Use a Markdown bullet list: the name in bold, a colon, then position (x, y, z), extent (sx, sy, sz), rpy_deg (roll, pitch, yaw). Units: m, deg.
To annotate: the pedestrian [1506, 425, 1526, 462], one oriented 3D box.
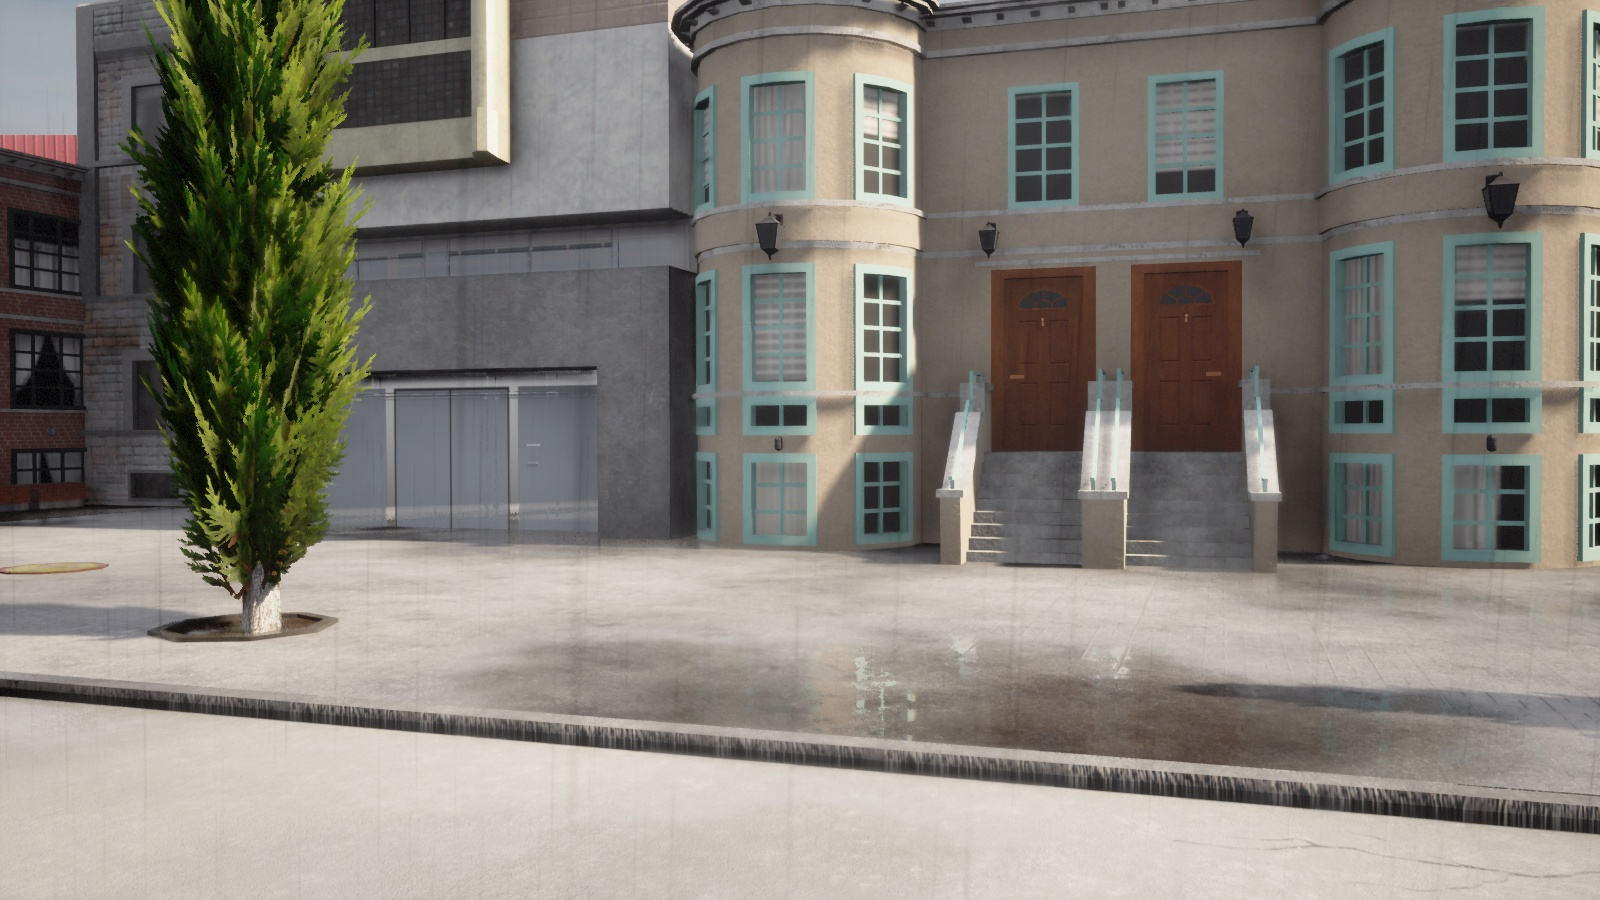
- **pedestrian**: position (35.278, -0.325, 61.865), extent (0.634, 1.844, 0.899), rpy_deg (0, 1, 17)
